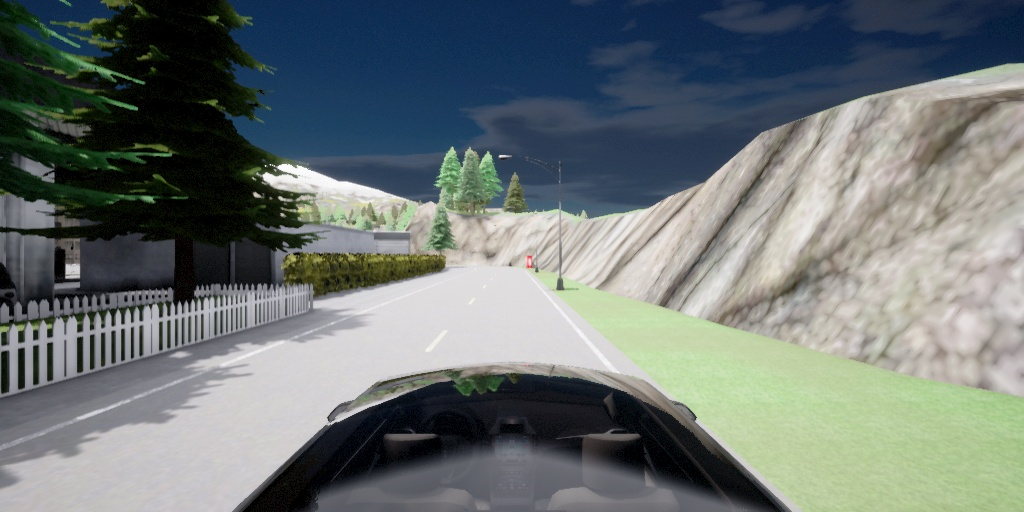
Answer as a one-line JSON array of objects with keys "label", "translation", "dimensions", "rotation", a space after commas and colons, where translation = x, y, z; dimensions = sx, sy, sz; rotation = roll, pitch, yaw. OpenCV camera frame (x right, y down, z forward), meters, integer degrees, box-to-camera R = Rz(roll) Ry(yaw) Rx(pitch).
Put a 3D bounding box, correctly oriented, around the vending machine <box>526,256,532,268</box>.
[{"label": "vending machine", "translation": [2.783, 0.928, 58.339], "dimensions": [1.100, 2.100, 0.880], "rotation": [0, 0, -10]}]
